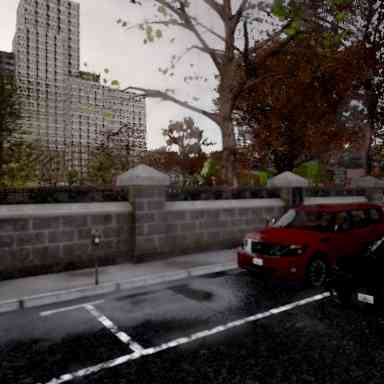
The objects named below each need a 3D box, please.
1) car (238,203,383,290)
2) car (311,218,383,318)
[{"bbox_3d":[3.562,1.262,9.096,5.009,1.841,2.192,0,0,-35],"label":"car"},{"bbox_3d":[4.831,1.427,6.818,5.008,1.535,1.882,0,0,-35],"label":"car"}]
